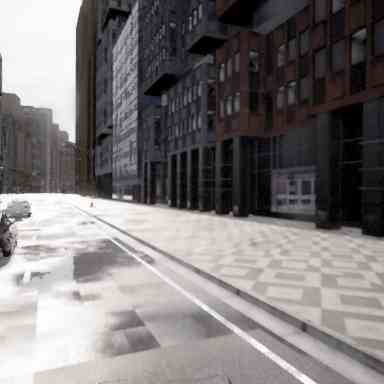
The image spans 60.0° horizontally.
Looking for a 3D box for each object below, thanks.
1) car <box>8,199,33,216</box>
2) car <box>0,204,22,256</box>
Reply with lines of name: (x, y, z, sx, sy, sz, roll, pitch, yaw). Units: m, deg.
car: (-15.072, 1.351, 29.135, 1.812, 1.442, 4.674, 0, 0, -24)
car: (-7.559, 1.423, 12.270, 1.837, 1.490, 4.892, 0, 0, -24)
